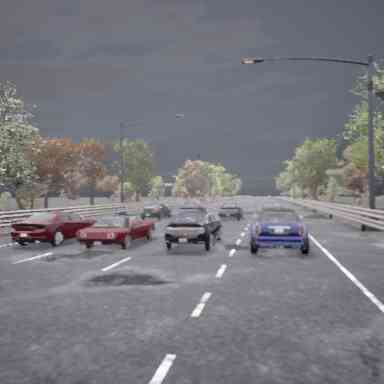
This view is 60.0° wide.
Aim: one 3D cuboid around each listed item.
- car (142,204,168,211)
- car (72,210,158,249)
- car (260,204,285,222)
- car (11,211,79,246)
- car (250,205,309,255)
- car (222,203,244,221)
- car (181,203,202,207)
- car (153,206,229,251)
[{"bbox_3d":[-3.324,1.808,31.101,1.812,1.442,4.674,-1,0,13],"label":"car"},{"bbox_3d":[-3.260,1.759,15.423,1.895,1.301,4.718,-1,0,13],"label":"car"},{"bbox_3d":[6.857,1.742,28.531,1.895,1.301,4.718,-1,0,13],"label":"car"},{"bbox_3d":[-6.591,1.684,16.551,1.882,1.535,5.008,-1,0,13],"label":"car"},{"bbox_3d":[3.559,1.415,13.858,2.097,1.767,4.553,-1,-1,13],"label":"car"},{"bbox_3d":[3.484,1.681,29.481,2.128,1.511,4.902,-1,0,13],"label":"car"},{"bbox_3d":[0.068,1.728,30.245,2.128,1.511,4.902,-1,0,13],"label":"car"},{"bbox_3d":[0.197,1.605,14.843,2.128,1.511,4.902,-1,0,13],"label":"car"}]
